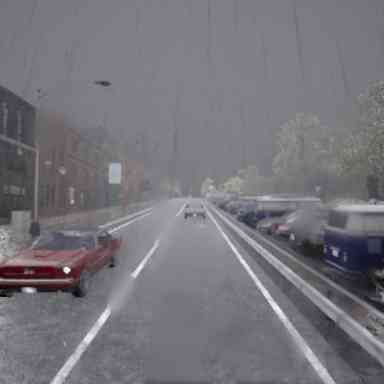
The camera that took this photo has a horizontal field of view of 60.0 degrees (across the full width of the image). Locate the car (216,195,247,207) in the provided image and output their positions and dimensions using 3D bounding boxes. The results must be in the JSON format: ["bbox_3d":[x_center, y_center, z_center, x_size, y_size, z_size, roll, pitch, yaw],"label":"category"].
[{"bbox_3d":[5.973,1.420,50.646,4.553,1.767,2.185,0,0,0],"label":"car"}]

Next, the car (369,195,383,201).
[{"bbox_3d":[18.949,1.282,28.669,5.566,2.045,2.435,0,0,0],"label":"car"}]

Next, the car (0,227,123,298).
[{"bbox_3d":[-3.213,1.649,8.787,1.895,1.301,4.718,0,0,0],"label":"car"}]

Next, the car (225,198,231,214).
[{"bbox_3d":[5.845,1.562,31.024,4.892,1.521,2.231,0,0,0],"label":"car"}]

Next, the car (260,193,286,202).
[{"bbox_3d":[19.122,1.251,78.789,5.566,2.045,2.435,0,0,0],"label":"car"}]

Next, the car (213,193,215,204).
[{"bbox_3d":[5.874,1.301,42.237,5.566,2.045,2.435,0,0,0],"label":"car"}]

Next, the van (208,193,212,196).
[{"bbox_3d":[5.889,1.308,64.663,4.442,1.987,1.878,0,0,0],"label":"van"}]

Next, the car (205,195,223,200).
[{"bbox_3d":[6.130,1.565,92.692,4.892,1.521,2.231,0,0,0],"label":"car"}]

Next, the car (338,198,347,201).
[{"bbox_3d":[18.786,1.521,39.773,5.366,1.575,1.946,0,0,0],"label":"car"}]

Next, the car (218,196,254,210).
[{"bbox_3d":[5.885,1.424,45.040,4.553,1.767,2.185,0,0,0],"label":"car"}]

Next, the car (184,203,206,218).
[{"bbox_3d":[0.270,1.691,31.154,1.895,1.301,4.718,0,0,0],"label":"car"}]

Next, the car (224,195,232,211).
[{"bbox_3d":[5.896,1.433,33.827,4.553,1.767,2.185,0,0,0],"label":"car"}]

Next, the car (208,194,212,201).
[{"bbox_3d":[5.964,1.566,61.860,4.792,1.488,2.163,0,0,0],"label":"car"}]

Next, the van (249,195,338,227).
[{"bbox_3d":[5.917,1.344,19.812,4.442,1.987,1.878,0,0,0],"label":"van"}]

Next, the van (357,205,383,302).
[{"bbox_3d":[5.619,1.298,5.791,4.442,1.987,1.878,0,0,0],"label":"van"}]

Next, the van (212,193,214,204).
[{"bbox_3d":[5.837,1.317,53.450,4.442,1.987,1.878,0,0,0],"label":"van"}]

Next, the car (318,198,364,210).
[{"bbox_3d":[18.990,1.523,42.548,4.892,1.521,2.231,0,0,0],"label":"car"}]

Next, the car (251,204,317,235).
[{"bbox_3d":[5.794,1.567,17.005,4.892,1.521,2.231,0,0,0],"label":"car"}]

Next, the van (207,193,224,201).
[{"bbox_3d":[6.238,1.331,89.889,4.442,1.987,1.878,0,0,0],"label":"van"}]

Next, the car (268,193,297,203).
[{"bbox_3d":[19.083,1.248,70.433,5.566,2.045,2.435,0,0,0],"label":"car"}]

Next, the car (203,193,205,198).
[{"bbox_3d":[6.124,1.292,84.283,5.566,2.045,2.435,0,0,0],"label":"car"}]

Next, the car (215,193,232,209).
[{"bbox_3d":[5.861,1.303,39.434,5.566,2.045,2.435,0,0,0],"label":"car"}]

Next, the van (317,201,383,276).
[{"bbox_3d":[5.865,1.313,8.591,4.442,1.987,1.878,0,0,0],"label":"van"}]

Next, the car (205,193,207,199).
[{"bbox_3d":[6.039,1.528,73.069,5.008,1.535,2.097,0,0,0],"label":"car"}]

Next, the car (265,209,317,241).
[{"bbox_3d":[5.772,1.602,14.201,4.674,1.452,2.002,0,0,0],"label":"car"}]

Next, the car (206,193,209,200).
[{"bbox_3d":[6.217,1.526,70.269,5.366,1.575,1.946,0,0,0],"label":"car"}]

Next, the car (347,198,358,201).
[{"bbox_3d":[18.977,1.403,34.221,4.553,1.767,2.185,0,0,0],"label":"car"}]

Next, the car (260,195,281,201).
[{"bbox_3d":[19.192,1.537,81.571,4.792,1.488,2.163,0,0,0],"label":"car"}]

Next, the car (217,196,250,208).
[{"bbox_3d":[5.897,1.422,47.844,4.553,1.767,2.185,0,0,0],"label":"car"}]

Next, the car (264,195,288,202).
[{"bbox_3d":[19.132,1.500,76.002,5.008,1.535,2.097,0,0,0],"label":"car"}]

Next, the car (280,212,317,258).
[{"bbox_3d":[5.791,1.583,11.393,4.792,1.488,2.163,0,0,0],"label":"car"}]

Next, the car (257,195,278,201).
[{"bbox_3d":[19.147,1.544,84.356,4.792,1.488,2.163,0,0,0],"label":"car"}]

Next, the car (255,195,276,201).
[{"bbox_3d":[19.183,1.521,87.141,5.008,1.535,2.097,0,0,0],"label":"car"}]

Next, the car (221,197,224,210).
[{"bbox_3d":[5.875,1.597,36.630,4.674,1.452,2.002,0,0,0],"label":"car"}]

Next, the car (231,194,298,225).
[{"bbox_3d":[5.785,1.317,22.613,5.566,2.045,2.435,0,0,0],"label":"car"}]

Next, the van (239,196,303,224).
[{"bbox_3d":[5.942,1.340,25.417,4.442,1.987,1.878,0,0,0],"label":"van"}]

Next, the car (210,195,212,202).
[{"bbox_3d":[5.962,1.540,56.253,5.008,1.535,2.097,0,0,0],"label":"car"}]
